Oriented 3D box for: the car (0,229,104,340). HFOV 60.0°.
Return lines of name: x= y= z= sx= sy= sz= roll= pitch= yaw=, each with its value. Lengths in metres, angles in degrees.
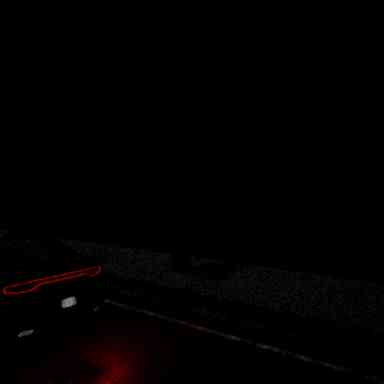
car: x=-3.819 y=1.453 z=6.371 sx=5.008 sy=1.535 sz=1.882 roll=1 pitch=0 yaw=36
